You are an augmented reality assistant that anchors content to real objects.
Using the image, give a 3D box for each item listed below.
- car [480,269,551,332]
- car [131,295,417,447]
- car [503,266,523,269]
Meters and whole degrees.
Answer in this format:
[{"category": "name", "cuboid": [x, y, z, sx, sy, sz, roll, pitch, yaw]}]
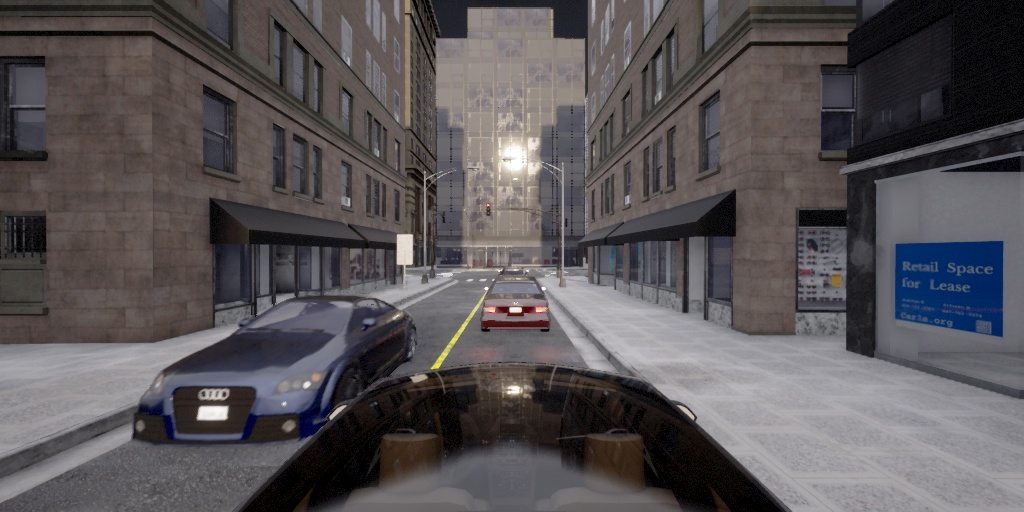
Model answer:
[{"category": "car", "cuboid": [0.094, 1.293, 10.812, 2.033, 1.411, 5.357, 0, 0, 0]}, {"category": "car", "cuboid": [-2.851, 1.312, 5.410, 1.994, 1.385, 4.181, 0, 0, 0]}, {"category": "car", "cuboid": [0.085, 1.300, 21.478, 1.994, 1.385, 4.181, 0, 0, 0]}]
